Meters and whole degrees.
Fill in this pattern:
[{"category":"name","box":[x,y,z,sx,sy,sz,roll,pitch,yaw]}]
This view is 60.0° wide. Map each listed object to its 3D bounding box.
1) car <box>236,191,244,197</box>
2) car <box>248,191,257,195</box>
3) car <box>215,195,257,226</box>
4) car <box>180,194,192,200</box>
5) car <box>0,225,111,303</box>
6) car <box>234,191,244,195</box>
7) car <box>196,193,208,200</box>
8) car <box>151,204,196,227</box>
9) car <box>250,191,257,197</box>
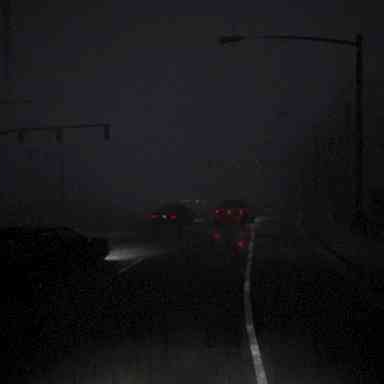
[{"category":"car","box":[13.214,0.499,91.166,1.882,1.535,5.008,0,1,11]},{"category":"car","box":[14.680,0.628,80.629,2.097,1.767,4.553,0,1,11]},{"category":"car","box":[3.169,1.321,23.607,2.097,1.767,4.553,0,0,21]},{"category":"car","box":[-1.239,1.037,72.393,2.033,1.411,5.357,0,1,11]},{"category":"car","box":[-3.874,1.544,8.254,2.033,1.411,5.357,0,0,9]},{"category":"car","box":[11.174,0.818,80.944,2.033,1.411,5.357,0,1,11]},{"category":"car","box":[2.193,0.995,71.707,1.837,1.490,4.892,0,1,11]},{"category":"car","box":[-1.124,1.524,22.515,2.033,1.411,5.357,0,0,13]},{"category":"car","box":[16.646,0.519,90.482,1.837,1.490,4.892,0,1,11]}]
